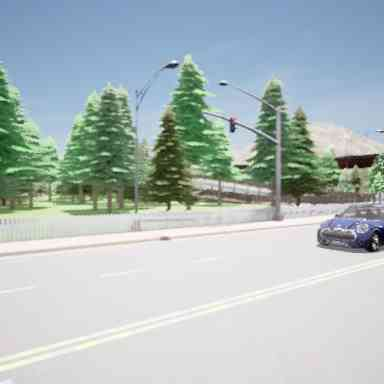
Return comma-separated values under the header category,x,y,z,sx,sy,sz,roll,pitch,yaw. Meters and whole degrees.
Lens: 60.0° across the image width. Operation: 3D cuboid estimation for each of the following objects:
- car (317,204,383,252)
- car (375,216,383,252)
category,x,y,z,sx,sy,sz,roll,pitch,yaw
car,7.189,1.309,13.739,4.553,1.767,2.097,0,0,-36
car,7.302,1.450,9.223,5.008,1.535,1.882,0,0,-36
